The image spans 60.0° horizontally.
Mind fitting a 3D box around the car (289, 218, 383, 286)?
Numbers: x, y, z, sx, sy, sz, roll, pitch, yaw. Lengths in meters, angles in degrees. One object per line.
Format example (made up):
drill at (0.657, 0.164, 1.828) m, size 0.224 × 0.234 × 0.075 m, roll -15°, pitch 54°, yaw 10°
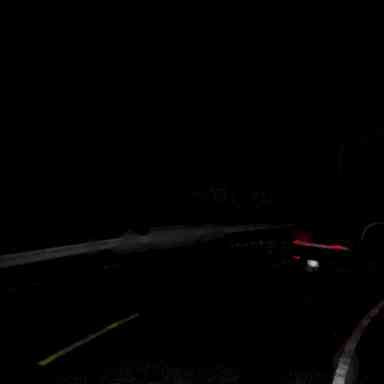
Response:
car at (4.769, 1.508, 9.588) m, size 4.902 × 1.511 × 2.128 m, roll 0°, pitch 0°, yaw -40°
